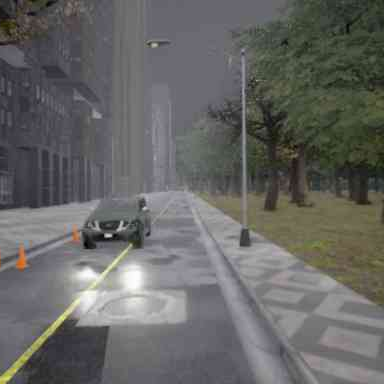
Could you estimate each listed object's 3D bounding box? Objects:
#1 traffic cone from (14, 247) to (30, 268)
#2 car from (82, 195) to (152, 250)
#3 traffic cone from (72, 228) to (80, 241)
[{"bbox_3d":[-5.108,1.944,10.001,0.340,0.580,0.340,0,0,-1],"label":"traffic cone"},{"bbox_3d":[-3.030,1.164,14.517,2.150,2.045,5.566,0,0,-1],"label":"car"},{"bbox_3d":[-5.237,1.910,14.999,0.340,0.580,0.340,0,0,-1],"label":"traffic cone"}]
